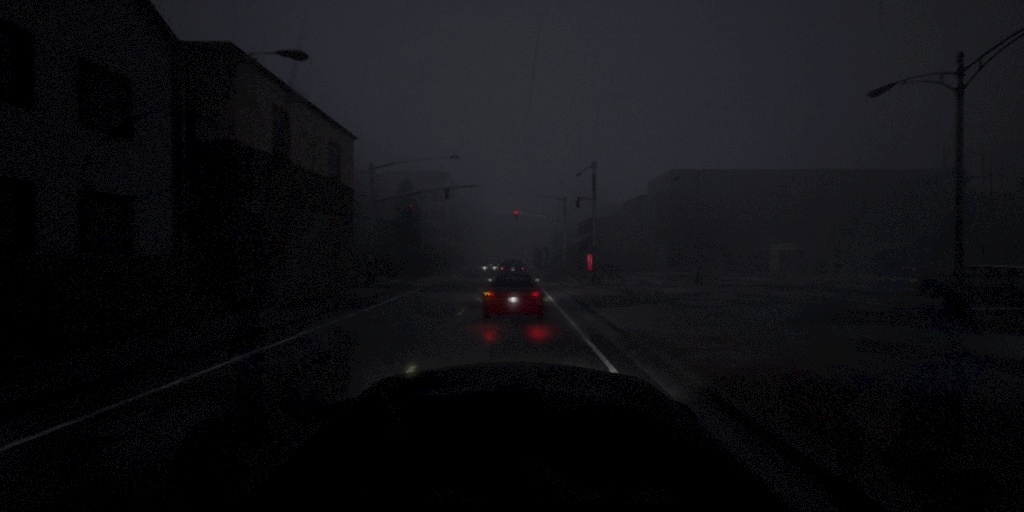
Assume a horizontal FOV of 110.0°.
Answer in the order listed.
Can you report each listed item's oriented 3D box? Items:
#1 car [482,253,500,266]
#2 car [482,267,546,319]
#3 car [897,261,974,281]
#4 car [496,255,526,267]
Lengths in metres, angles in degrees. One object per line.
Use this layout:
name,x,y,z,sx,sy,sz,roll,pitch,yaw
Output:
car,-3.535,0.613,58.531,2.150,2.045,5.566,0,1,1
car,0.064,1.245,12.448,1.994,1.385,4.181,0,0,0
car,38.034,1.210,32.549,5.008,1.535,1.882,0,0,0
car,0.071,1.003,28.628,2.097,1.767,4.553,0,0,0
